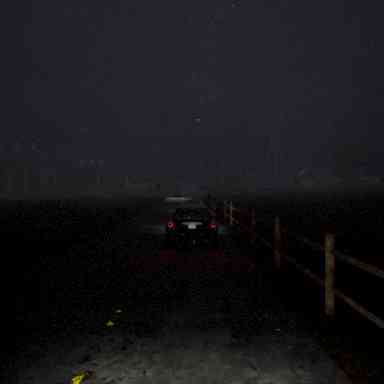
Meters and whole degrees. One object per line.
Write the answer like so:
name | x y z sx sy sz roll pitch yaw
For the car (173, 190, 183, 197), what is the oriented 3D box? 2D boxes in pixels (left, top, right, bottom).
car | -2.750 0.285 65.615 1.882 1.535 5.008 0 2 0

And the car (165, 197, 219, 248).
car | 0.000 1.304 14.616 2.097 1.767 4.553 0 0 0
